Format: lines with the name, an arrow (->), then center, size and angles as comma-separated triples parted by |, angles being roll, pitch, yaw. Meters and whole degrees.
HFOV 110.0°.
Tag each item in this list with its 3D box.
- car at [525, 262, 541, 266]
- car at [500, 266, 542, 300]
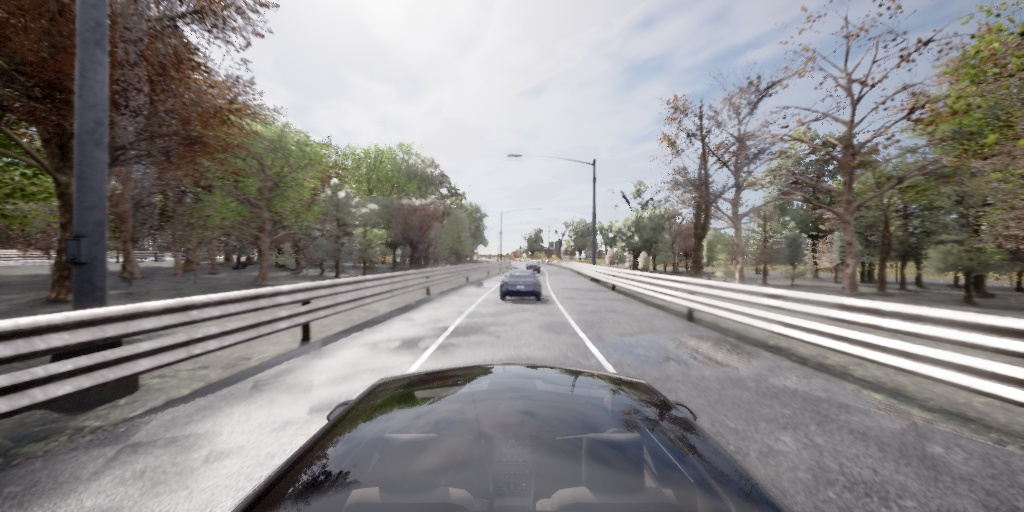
car -> 2.718, 1.452, 46.386 | 1.812, 1.442, 4.674 | 0, 0, 5
car -> 0.490, 1.370, 18.135 | 1.994, 1.385, 4.181 | 0, 0, 3
